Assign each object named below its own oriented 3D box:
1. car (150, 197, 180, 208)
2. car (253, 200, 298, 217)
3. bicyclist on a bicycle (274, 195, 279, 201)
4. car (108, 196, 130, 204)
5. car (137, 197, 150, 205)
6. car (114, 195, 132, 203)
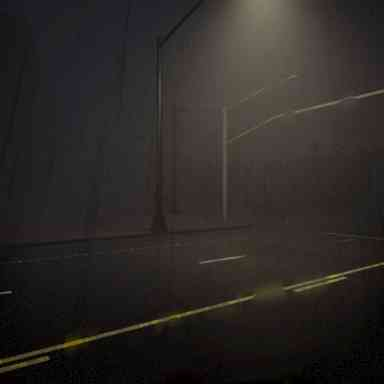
[{"bbox_3d":[-3.585,1.489,47.830,2.128,1.511,4.902,0,0,-35],"label":"car"},{"bbox_3d":[7.889,1.524,31.755,1.812,1.442,4.674,0,0,-36],"label":"car"},{"bbox_3d":[11.543,1.300,45.535,1.656,1.620,0.582,0,0,-36],"label":"bicyclist on a bicycle"},{"bbox_3d":[-14.281,1.526,62.977,2.128,1.511,4.902,0,0,-36],"label":"car"},{"bbox_3d":[-8.559,1.562,61.070,1.994,1.385,4.181,0,0,-35],"label":"car"},{"bbox_3d":[-14.367,1.466,69.122,1.812,1.442,4.674,0,0,-36],"label":"car"}]
